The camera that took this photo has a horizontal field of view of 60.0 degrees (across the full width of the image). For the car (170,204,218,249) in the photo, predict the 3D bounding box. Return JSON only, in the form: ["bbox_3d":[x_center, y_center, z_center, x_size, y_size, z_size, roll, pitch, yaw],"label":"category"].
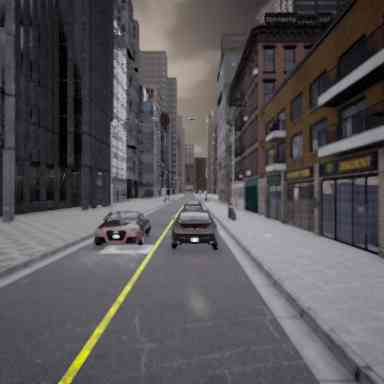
[{"bbox_3d":[0.102,1.506,14.638,1.837,1.490,4.892,0,0,0],"label":"car"}]

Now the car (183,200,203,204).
[{"bbox_3d":[0.104,1.530,32.923,2.128,1.511,4.902,0,0,0],"label":"car"}]

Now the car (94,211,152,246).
[{"bbox_3d":[-3.000,1.570,15.151,1.994,1.385,4.181,0,0,0],"label":"car"}]
